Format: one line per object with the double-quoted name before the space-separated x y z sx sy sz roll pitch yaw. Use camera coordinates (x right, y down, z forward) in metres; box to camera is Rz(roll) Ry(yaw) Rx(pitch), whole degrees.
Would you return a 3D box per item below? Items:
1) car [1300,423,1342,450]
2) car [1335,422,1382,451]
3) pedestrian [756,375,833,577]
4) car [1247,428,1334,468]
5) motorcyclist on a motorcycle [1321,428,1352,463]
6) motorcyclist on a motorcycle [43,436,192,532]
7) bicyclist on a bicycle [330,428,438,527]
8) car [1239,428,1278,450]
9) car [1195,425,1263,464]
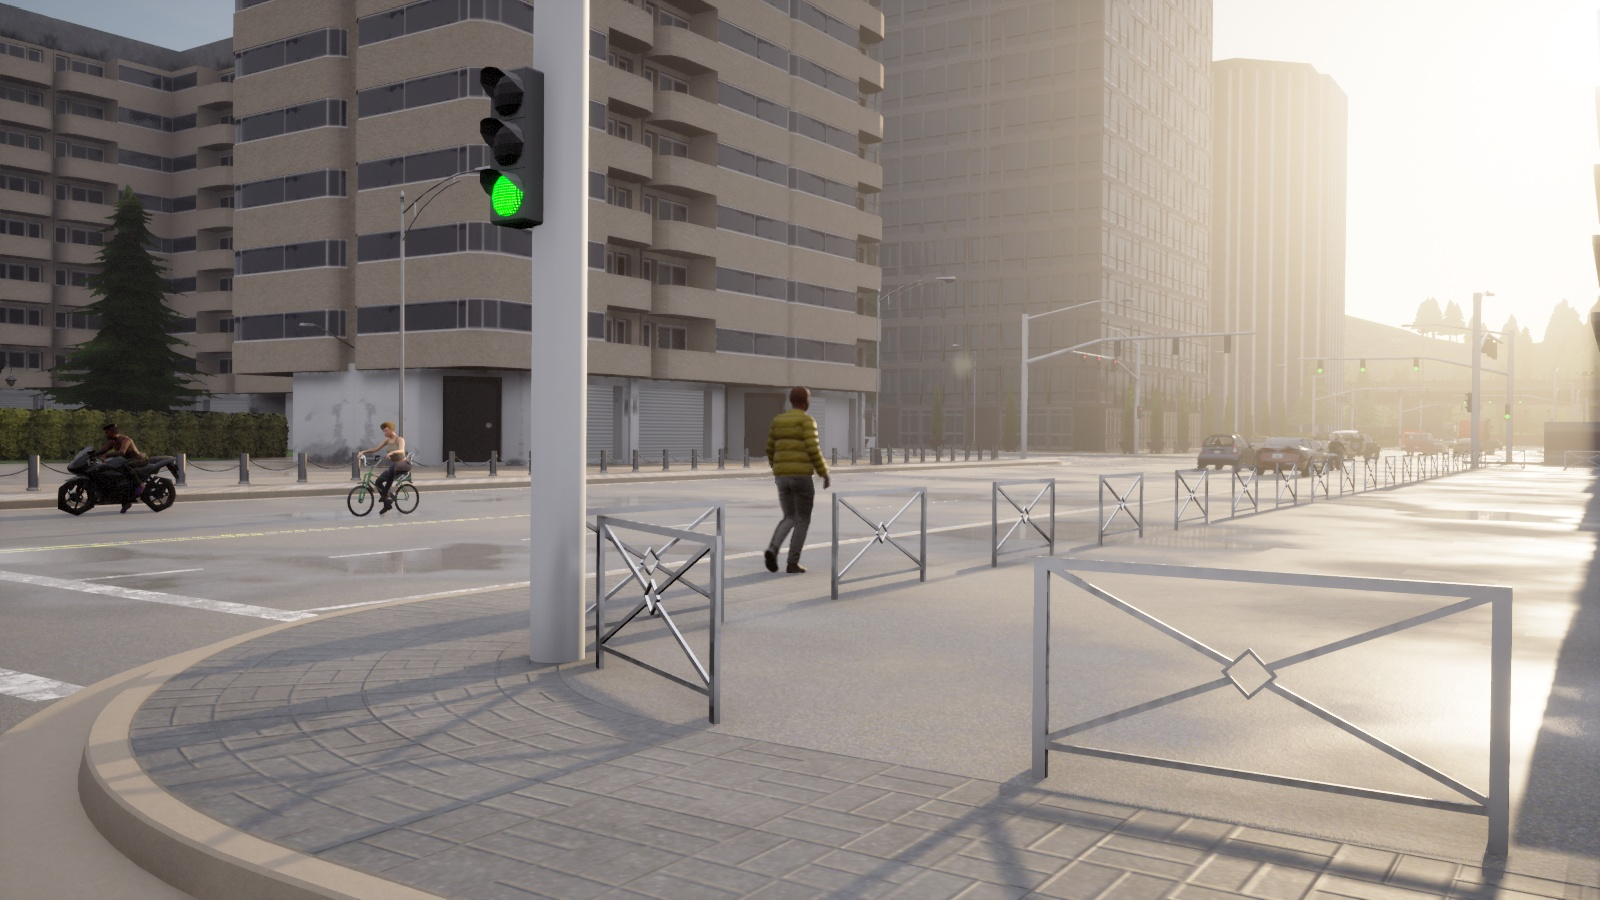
"car" 36.743 -0.994 88.571 1.932 1.855 4.605 0 1 33
"car" 36.230 -0.891 81.373 1.932 1.855 4.605 0 1 35
"pedestrian" -0.042 0.229 11.794 0.370 1.835 0.726 0 1 33
"car" 19.041 -0.105 48.621 2.163 1.488 4.792 0 1 33
"motorcyclist on a motorcycle" 24.014 -0.218 56.193 0.866 1.530 2.191 0 1 35
"motorcyclist on a motorcycle" -11.443 0.529 21.112 0.797 1.523 2.044 0 1 33
"bicyclist on a bicycle" -7.076 0.440 21.409 0.866 1.612 1.509 0 1 33
"car" 32.145 -0.781 87.929 1.789 1.549 3.705 0 1 33
"car" 18.575 -0.280 54.315 1.851 1.617 3.988 0 1 33
